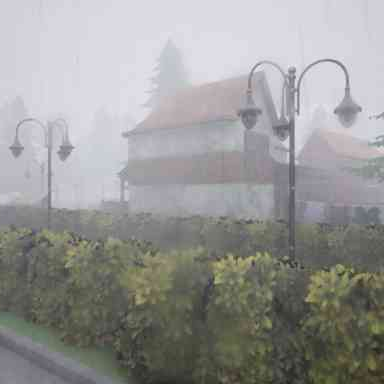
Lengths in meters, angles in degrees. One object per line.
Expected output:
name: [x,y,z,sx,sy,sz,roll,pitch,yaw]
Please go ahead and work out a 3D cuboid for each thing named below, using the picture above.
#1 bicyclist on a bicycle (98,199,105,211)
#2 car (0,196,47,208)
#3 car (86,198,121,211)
bicyclist on a bicycle: [-7.842,1.463,29.529,1.656,1.620,0.582,0,0,36]
car: [-16.078,1.384,30.863,2.150,2.045,5.566,0,0,36]
car: [-10.113,1.515,39.060,2.097,1.767,4.553,0,0,37]
